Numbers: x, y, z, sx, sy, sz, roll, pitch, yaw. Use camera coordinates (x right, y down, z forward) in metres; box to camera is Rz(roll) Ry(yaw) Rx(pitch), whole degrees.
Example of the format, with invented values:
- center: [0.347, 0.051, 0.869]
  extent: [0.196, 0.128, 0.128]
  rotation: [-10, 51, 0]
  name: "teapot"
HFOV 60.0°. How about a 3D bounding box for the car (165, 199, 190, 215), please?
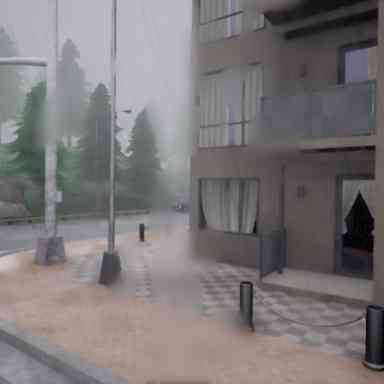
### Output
- center: [-0.369, 1.322, 30.025]
  extent: [1.895, 1.301, 4.718]
  rotation: [1, 1, 35]
  name: "car"
